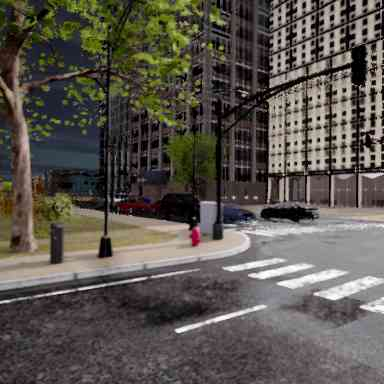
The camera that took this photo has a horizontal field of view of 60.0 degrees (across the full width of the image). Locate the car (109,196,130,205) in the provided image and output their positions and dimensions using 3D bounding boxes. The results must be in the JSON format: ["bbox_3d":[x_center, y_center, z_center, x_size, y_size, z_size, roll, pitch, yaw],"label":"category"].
[{"bbox_3d":[-13.715,1.587,62.834,2.033,1.411,5.357,1,-1,-34],"label":"car"}]

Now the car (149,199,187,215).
[{"bbox_3d":[-2.540,1.499,34.254,1.812,1.442,4.674,1,-1,-34],"label":"car"}]

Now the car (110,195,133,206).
[{"bbox_3d":[-11.512,1.352,53.788,2.097,1.767,4.553,1,-1,-33],"label":"car"}]

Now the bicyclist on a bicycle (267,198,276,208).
[{"bbox_3d":[8.838,1.461,36.772,1.656,1.620,0.582,1,0,-34],"label":"bicyclist on a bicycle"}]

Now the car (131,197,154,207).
[{"bbox_3d":[-8.155,1.581,54.519,1.812,1.442,4.674,1,-1,-34],"label":"car"}]

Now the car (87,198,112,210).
[{"bbox_3d":[-11.677,1.451,42.088,2.033,1.411,5.357,1,-1,-34],"label":"car"}]

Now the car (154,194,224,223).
[{"bbox_3d":[-0.401,1.154,25.213,2.150,2.045,5.566,1,-1,-34],"label":"car"}]

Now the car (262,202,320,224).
[{"bbox_3d":[7.407,1.539,25.580,2.128,1.511,4.902,1,-1,-33],"label":"car"}]

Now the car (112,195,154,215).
[{"bbox_3d":[-5.963,1.396,33.527,1.882,1.535,5.008,1,-1,-34],"label":"car"}]

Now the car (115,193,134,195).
[{"bbox_3d":[-8.478,1.181,43.157,2.150,2.045,5.566,1,-1,-33],"label":"car"}]

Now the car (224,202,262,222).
[{"bbox_3d":[2.761,1.535,26.385,2.033,1.411,5.357,1,-1,-31],"label":"car"}]
